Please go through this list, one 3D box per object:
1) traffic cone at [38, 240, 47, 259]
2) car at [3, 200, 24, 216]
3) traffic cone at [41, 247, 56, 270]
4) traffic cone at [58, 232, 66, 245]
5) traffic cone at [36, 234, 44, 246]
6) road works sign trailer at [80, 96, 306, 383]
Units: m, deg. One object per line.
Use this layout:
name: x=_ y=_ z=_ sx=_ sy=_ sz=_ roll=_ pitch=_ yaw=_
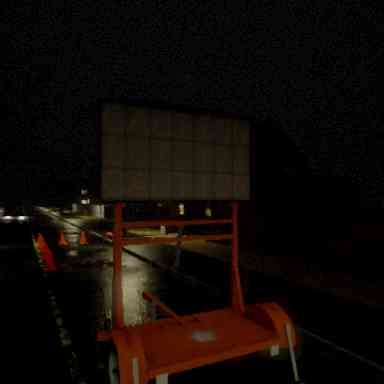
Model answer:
traffic cone: x=-5.404 y=2.175 z=12.294 sx=0.340 sy=0.580 sz=0.340 roll=1 pitch=-1 yaw=-27
car: x=-23.835 y=2.131 z=44.519 sx=2.150 sy=2.045 sz=5.566 roll=1 pitch=-1 yaw=-27
traffic cone: x=-4.486 y=2.143 z=10.517 sx=0.340 sy=0.580 sz=0.340 roll=1 pitch=-1 yaw=-27
traffic cone: x=-6.352 y=2.254 z=16.306 sx=0.340 sy=0.580 sz=0.340 roll=1 pitch=-1 yaw=-27
traffic cone: x=-6.323 y=2.210 z=14.071 sx=0.340 sy=0.580 sz=0.340 roll=1 pitch=-1 yaw=-27
road works sign trailer: x=-0.230 y=0.553 z=4.862 sx=2.380 sy=3.560 sz=2.880 roll=1 pitch=-1 yaw=-27
